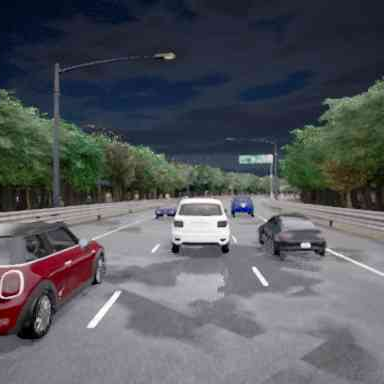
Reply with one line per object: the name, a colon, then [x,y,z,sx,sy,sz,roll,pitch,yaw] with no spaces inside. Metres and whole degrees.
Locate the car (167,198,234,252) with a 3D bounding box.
car: [0.385,1.313,14.411,2.150,2.045,5.566,0,0,2]

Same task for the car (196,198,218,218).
car: [1.574,1.553,33.452,2.097,1.767,4.553,0,0,5]

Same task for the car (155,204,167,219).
car: [-2.140,1.784,31.144,1.895,1.301,4.718,0,0,4]

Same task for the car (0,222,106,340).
car: [-3.301,1.388,6.784,2.097,1.767,4.553,0,0,1]

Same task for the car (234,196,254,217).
car: [5.160,1.436,34.545,2.150,2.045,5.566,0,0,5]

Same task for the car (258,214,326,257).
car: [3.866,1.615,13.363,1.812,1.442,4.674,0,0,2]
